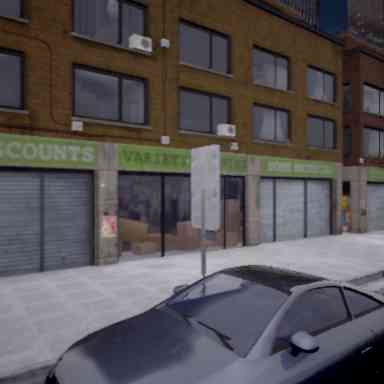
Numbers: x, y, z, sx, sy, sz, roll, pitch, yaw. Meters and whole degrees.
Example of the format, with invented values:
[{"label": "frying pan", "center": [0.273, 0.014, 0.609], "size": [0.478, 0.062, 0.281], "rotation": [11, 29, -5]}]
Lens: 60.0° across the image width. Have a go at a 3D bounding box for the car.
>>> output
[{"label": "car", "center": [0.699, 1.568, 3.544], "size": [4.181, 1.385, 1.994], "rotation": [0, 0, -36]}]
